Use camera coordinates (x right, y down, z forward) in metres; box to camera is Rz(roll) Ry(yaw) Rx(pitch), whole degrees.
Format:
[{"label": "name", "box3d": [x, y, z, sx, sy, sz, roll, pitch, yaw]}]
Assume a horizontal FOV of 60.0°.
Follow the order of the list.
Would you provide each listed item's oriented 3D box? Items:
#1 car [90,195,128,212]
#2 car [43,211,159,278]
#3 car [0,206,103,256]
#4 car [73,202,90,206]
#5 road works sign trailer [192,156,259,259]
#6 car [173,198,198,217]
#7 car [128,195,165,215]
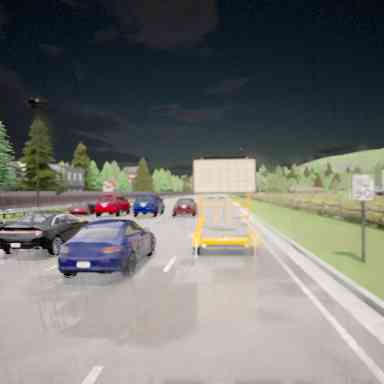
[{"label": "car", "box3d": [-7.553, 1.307, 32.198, 2.150, 2.045, 5.566, -1, 0, 5]}, {"label": "car", "box3d": [-2.386, 1.553, 10.176, 1.812, 1.442, 4.674, -1, 0, 5]}, {"label": "car", "box3d": [-5.616, 1.550, 13.392, 2.128, 1.511, 4.902, -1, 0, 5]}, {"label": "car", "box3d": [-10.917, 1.681, 33.962, 1.994, 1.385, 4.181, -1, 0, 5]}, {"label": "road works sign trailer", "box3d": [1.236, 0.458, 12.647, 2.380, 3.560, 2.880, -1, 0, 5]}, {"label": "car", "box3d": [-0.545, 1.371, 32.014, 2.097, 1.767, 4.553, -1, 0, 5]}, {"label": "car", "box3d": [-4.066, 1.274, 31.911, 2.150, 2.045, 5.566, -1, 0, 5]}]
